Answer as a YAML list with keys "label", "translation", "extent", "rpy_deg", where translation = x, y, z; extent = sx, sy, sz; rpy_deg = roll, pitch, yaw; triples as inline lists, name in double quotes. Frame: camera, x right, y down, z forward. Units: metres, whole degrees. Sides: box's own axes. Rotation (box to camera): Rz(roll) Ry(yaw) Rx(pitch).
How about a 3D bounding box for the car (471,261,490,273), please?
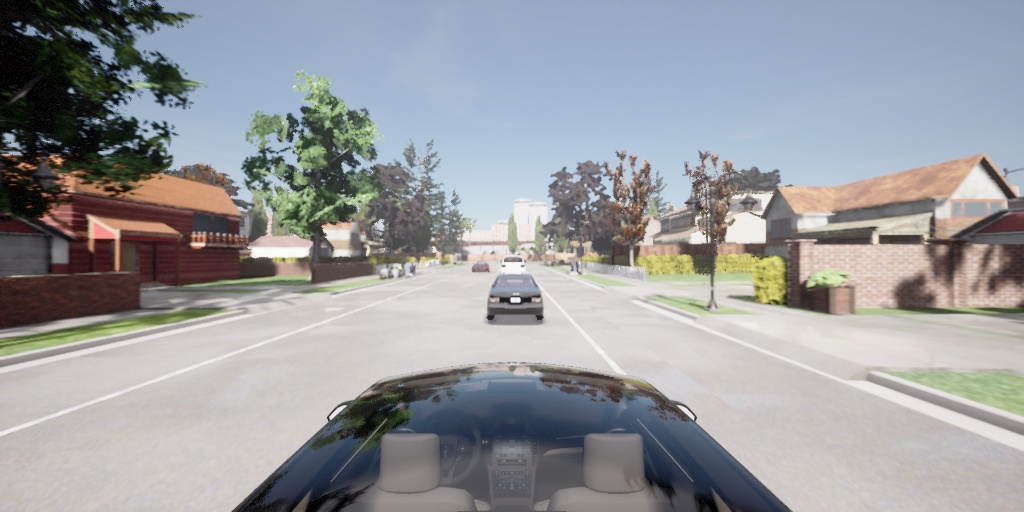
- label: "car"
  translation: [-3.589, 1.292, 41.997]
  extent: [1.994, 1.385, 4.181]
  rpy_deg: [0, 0, 0]

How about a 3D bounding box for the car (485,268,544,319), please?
- label: "car"
  translation: [0.100, 1.324, 12.899]
  extent: [2.033, 1.411, 5.357]
  rpy_deg: [0, 0, 0]

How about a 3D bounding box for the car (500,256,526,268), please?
- label: "car"
  translation: [0.100, 0.981, 32.065]
  extent: [2.150, 2.045, 5.566]
  rpy_deg: [0, 0, 0]
